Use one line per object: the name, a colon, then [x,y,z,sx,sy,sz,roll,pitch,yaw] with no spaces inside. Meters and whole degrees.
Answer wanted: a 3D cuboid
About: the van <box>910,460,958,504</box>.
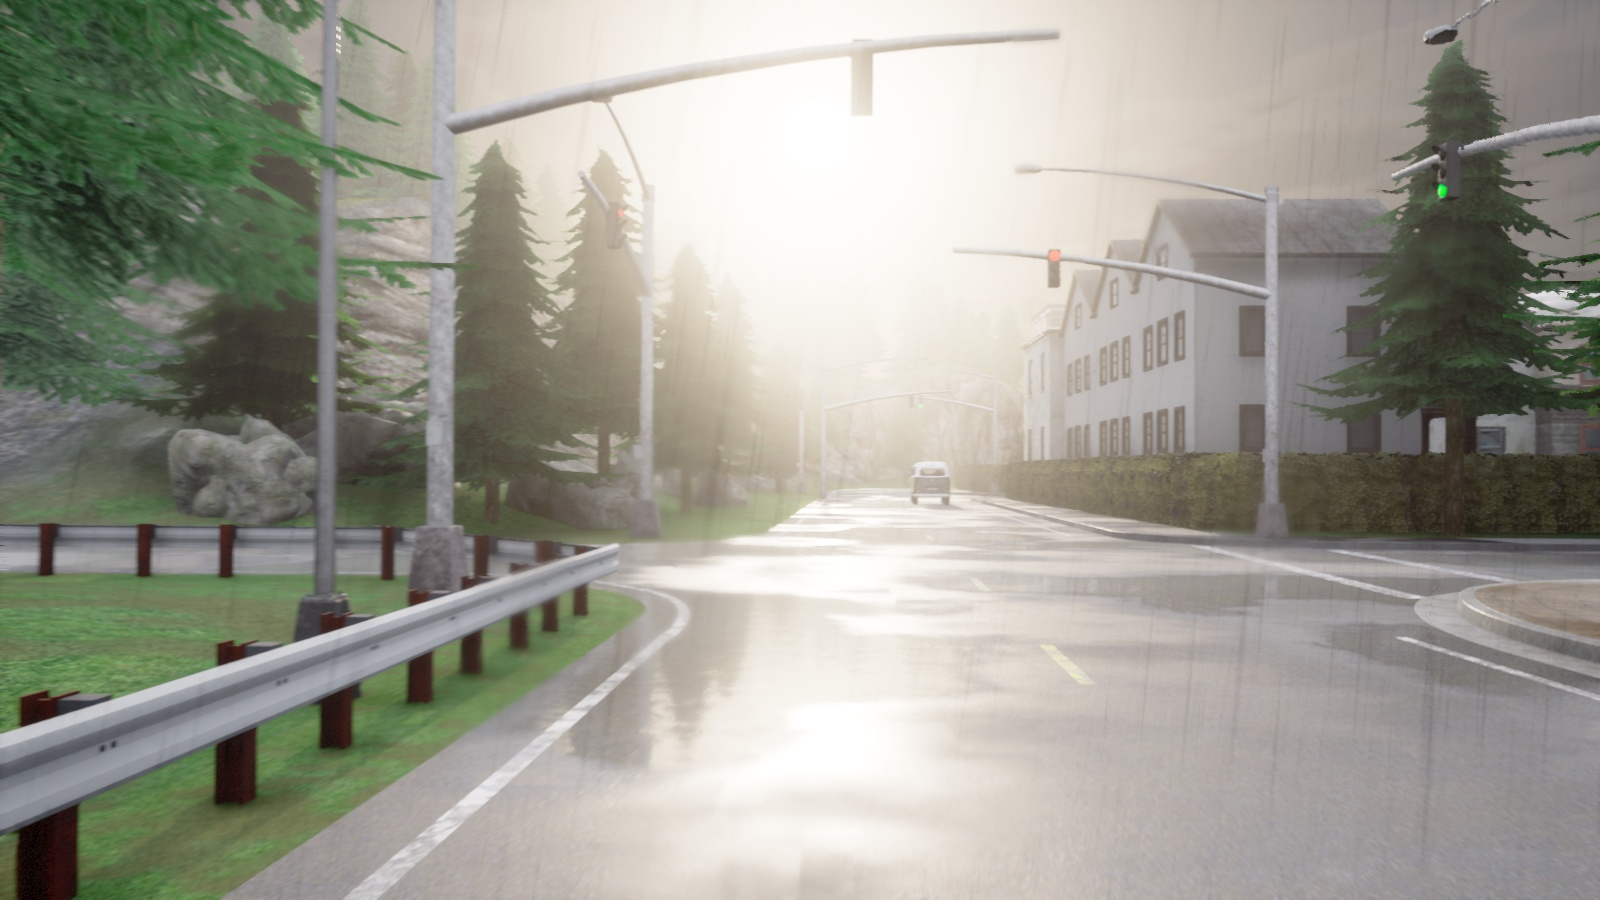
van: [6.430,1.541,60.757,2.069,2.038,4.480,0,-1,3]
